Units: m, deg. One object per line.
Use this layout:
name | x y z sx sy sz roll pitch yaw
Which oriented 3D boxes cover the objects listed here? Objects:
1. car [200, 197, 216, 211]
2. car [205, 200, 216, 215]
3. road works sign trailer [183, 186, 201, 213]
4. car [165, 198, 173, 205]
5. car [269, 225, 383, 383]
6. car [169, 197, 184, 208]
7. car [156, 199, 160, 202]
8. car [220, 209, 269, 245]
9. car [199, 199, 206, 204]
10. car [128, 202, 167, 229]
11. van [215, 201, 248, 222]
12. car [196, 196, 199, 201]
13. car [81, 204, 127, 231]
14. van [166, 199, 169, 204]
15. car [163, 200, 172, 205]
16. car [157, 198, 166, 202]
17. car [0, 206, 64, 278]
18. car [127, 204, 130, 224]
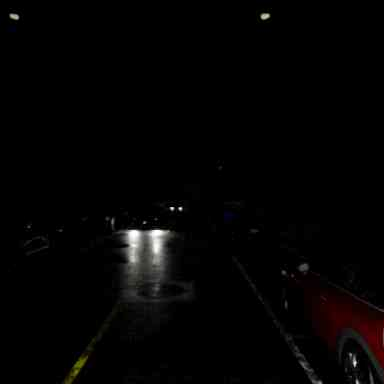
car | 2.715 1.869 50.146 2.192 1.841 5.009 0 -1 0
car | 2.705 1.945 39.076 1.752 1.417 4.829 0 -1 1
road works sign trailer | 0.043 0.951 44.625 2.380 3.560 2.880 0 -1 0
car | -5.775 2.363 84.014 1.967 1.590 4.097 0 -1 0
car | 2.671 1.490 5.038 1.967 1.590 4.097 0 -1 0
car | -2.957 2.195 64.238 1.882 1.535 5.008 0 -1 1
car | -5.823 2.008 44.330 1.752 1.417 4.829 0 -1 1
car | 2.682 1.728 16.314 1.947 1.339 4.313 0 -1 0
car | 2.757 2.560 89.618 1.802 1.307 4.206 0 -1 0
car | -3.077 1.748 23.921 1.837 1.490 4.892 0 -1 0
van | 2.686 1.563 21.955 1.690 1.788 3.998 0 -1 0
car | 2.751 2.362 83.980 1.967 1.590 4.097 0 -1 0
car | -5.838 1.663 21.978 1.967 1.590 4.097 0 -1 0
van | -5.799 2.027 61.456 1.690 1.788 3.998 0 -1 0
car | -5.781 2.448 78.372 1.802 1.307 4.206 0 -1 0
car | -5.805 2.144 55.642 1.752 1.417 4.829 0 -1 0
car | -5.849 1.421 10.700 2.192 1.841 5.009 0 -1 0
car | -5.833 1.725 27.616 1.967 1.590 4.097 0 -1 0
